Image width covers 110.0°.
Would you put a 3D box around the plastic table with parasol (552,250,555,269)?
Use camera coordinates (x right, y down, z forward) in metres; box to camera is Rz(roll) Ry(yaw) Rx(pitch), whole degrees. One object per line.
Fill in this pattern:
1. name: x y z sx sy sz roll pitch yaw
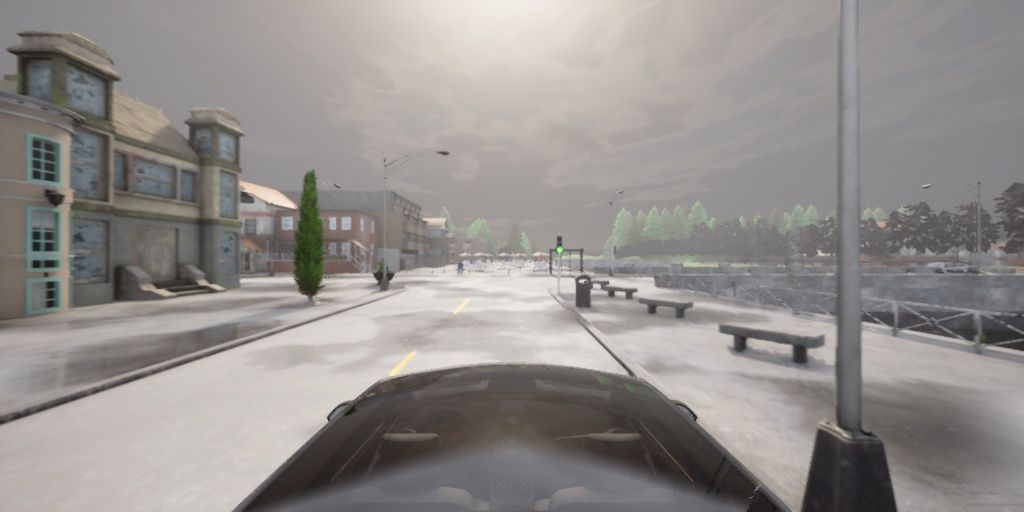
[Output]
1. plastic table with parasol: 4.974 0.765 56.374 2.482 2.480 2.482 0 0 0

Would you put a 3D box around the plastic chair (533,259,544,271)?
1. plastic chair: 3.427 1.353 46.474 0.750 1.272 0.730 0 0 0

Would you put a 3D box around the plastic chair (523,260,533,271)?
1. plastic chair: 2.227 1.355 47.774 0.730 1.272 0.750 0 0 0

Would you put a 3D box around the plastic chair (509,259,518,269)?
1. plastic chair: 0.124 1.367 55.373 0.730 1.272 0.750 0 0 0

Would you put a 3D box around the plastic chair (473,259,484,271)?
1. plastic chair: -4.373 1.354 47.271 0.750 1.272 0.730 0 0 0

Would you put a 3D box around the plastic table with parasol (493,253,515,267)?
1. plastic table with parasol: -1.226 0.763 55.472 2.482 2.480 2.482 0 0 0

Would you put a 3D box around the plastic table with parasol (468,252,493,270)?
1. plastic table with parasol: -4.254 0.752 48.491 2.482 2.480 2.482 0 0 0

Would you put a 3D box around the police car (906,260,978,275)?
1. police car: 38.891 1.224 32.594 5.238 1.638 1.930 0 0 0

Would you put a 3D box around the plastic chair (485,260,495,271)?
1. plastic chair: -2.974 1.356 48.372 0.730 1.272 0.750 0 0 0

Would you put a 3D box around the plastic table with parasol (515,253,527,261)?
1. plastic table with parasol: 1.141 0.776 63.083 2.482 2.480 2.482 0 0 0

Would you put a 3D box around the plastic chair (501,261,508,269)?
1. plastic chair: -1.276 1.365 54.272 0.750 1.272 0.730 0 0 0

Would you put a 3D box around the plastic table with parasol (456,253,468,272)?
1. plastic table with parasol: -7.146 0.763 55.080 2.482 2.480 2.482 0 0 0

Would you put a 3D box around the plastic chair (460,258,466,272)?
1. plastic chair: -7.072 1.365 53.902 0.750 1.272 0.730 0 0 -1

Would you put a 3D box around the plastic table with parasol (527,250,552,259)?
1. plastic table with parasol: 3.567 0.751 47.744 2.482 2.480 2.482 0 0 0

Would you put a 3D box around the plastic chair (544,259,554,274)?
1. plastic chair: 4.827 1.354 47.574 0.730 1.272 0.750 0 0 0

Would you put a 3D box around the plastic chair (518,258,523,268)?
1. plastic chair: 1.025 1.378 61.905 0.750 1.272 0.730 0 0 -1

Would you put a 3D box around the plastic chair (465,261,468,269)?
1. plastic chair: -5.574 1.356 48.571 0.730 1.272 0.750 0 0 0
